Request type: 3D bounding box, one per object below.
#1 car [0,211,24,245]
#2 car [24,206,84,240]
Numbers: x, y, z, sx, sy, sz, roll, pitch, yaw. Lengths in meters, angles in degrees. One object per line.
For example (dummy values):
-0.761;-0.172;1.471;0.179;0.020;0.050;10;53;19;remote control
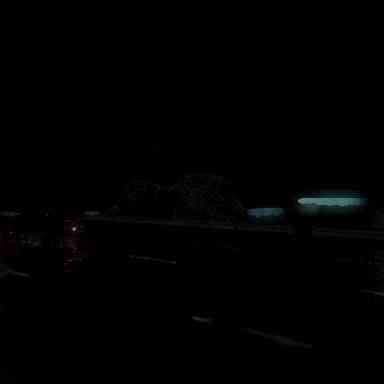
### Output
-9.500;1.533;14.121;4.674;1.442;1.812;0;0;31;car
-7.713;1.516;17.130;4.892;1.490;1.837;0;0;31;car
